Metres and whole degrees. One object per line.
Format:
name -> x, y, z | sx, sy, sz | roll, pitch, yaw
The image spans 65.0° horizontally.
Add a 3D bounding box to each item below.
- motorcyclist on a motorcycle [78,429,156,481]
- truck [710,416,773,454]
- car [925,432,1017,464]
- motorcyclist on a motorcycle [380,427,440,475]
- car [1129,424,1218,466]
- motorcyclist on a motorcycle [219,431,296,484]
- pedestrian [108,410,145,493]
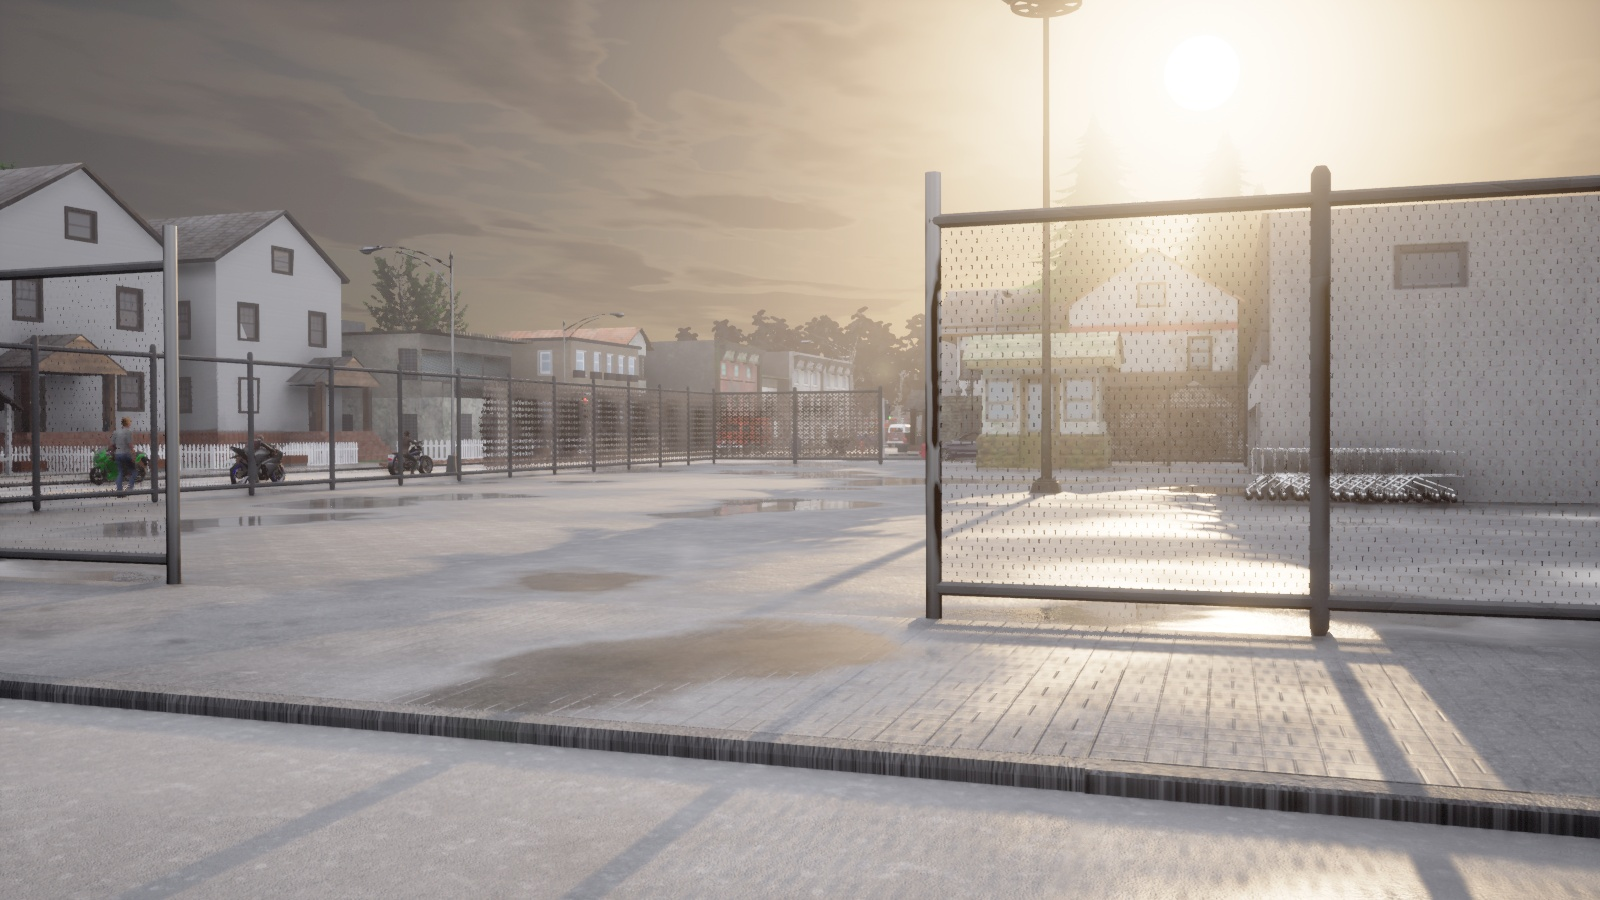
motorcyclist on a motorcycle -> -20.337, 0.133, 37.446 | 0.797, 1.523, 2.044 | 1, 1, 19
truck -> -3.927, -1.049, 85.792 | 2.627, 2.467, 5.204 | 1, 1, 18
car -> 8.415, -0.115, 61.649 | 4.193, 1.474, 1.816 | 1, 1, 19
motorcyclist on a motorcycle -> -13.768, 0.014, 44.441 | 0.766, 1.649, 2.350 | 1, 1, 20
car -> 17.436, -0.249, 58.578 | 3.866, 1.878, 1.905 | 1, 1, 19
motorcyclist on a motorcycle -> -16.126, 0.202, 37.396 | 0.866, 1.530, 2.191 | 1, 1, 19
pedestrian -> -15.186, 0.026, 28.326 | 0.354, 1.836, 0.706 | 0, 1, 13
